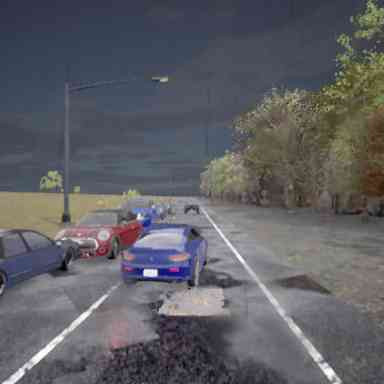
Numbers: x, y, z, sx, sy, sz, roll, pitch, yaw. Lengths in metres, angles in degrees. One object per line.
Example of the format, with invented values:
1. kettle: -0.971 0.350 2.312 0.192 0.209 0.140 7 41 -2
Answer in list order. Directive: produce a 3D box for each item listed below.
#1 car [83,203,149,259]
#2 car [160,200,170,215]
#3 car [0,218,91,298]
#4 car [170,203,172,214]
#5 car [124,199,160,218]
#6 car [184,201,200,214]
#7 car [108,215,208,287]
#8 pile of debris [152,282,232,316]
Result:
1. car: -3.480 1.504 13.217 2.097 1.767 4.553 0 -1 9
2. car: -3.634 1.718 32.433 2.097 1.767 4.553 0 -1 0
3. car: -4.819 1.647 8.494 2.033 1.411 5.357 0 -1 9
4. car: -3.645 1.827 42.439 2.097 1.767 4.553 0 -1 0
5. car: -3.632 1.477 22.430 2.150 2.045 5.566 0 -1 -1
6. car: 0.000 1.986 42.964 1.837 1.490 4.892 0 0 0
7. car: -0.593 1.627 9.555 1.812 1.442 4.674 0 -1 8
8. pile of debris: -0.007 2.258 7.157 1.500 0.140 1.860 0 -1 0
